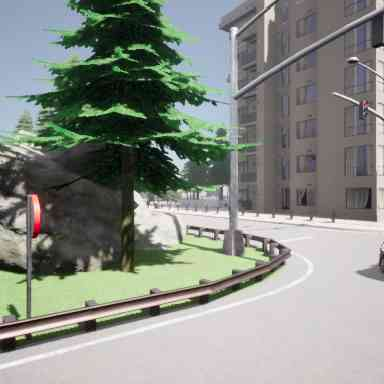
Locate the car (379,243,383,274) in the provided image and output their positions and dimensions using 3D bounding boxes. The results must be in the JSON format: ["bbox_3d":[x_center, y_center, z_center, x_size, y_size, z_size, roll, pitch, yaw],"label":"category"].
[{"bbox_3d":[7.014,1.354,8.954,4.553,1.767,2.097,0,0,-35],"label":"car"}]
